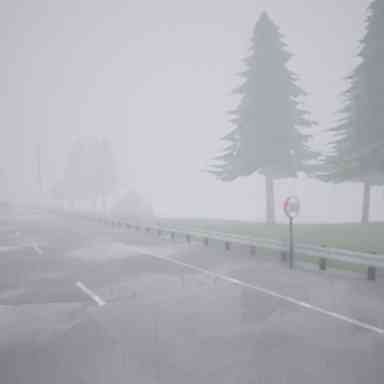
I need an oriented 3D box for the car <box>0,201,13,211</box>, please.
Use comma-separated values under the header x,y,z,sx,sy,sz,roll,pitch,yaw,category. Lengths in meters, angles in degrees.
x,y,z,sx,sy,sz,roll,pitch,yaw,category
-29.335,2.130,52.217,1.837,1.490,4.892,0,-1,-33,car
